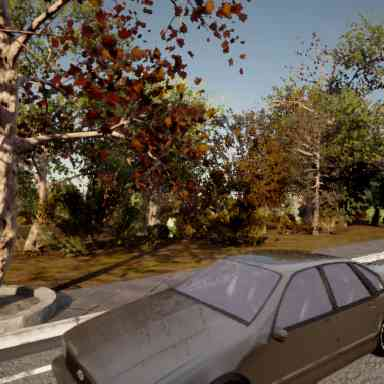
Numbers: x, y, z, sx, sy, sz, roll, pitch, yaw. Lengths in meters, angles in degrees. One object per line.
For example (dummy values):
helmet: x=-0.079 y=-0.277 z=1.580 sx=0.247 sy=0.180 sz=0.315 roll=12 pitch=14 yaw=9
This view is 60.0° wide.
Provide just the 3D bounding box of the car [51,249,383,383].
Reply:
car: x=1.107 y=1.551 z=4.475 sx=5.357 sy=1.411 sz=2.033 roll=0 pitch=0 yaw=-35
